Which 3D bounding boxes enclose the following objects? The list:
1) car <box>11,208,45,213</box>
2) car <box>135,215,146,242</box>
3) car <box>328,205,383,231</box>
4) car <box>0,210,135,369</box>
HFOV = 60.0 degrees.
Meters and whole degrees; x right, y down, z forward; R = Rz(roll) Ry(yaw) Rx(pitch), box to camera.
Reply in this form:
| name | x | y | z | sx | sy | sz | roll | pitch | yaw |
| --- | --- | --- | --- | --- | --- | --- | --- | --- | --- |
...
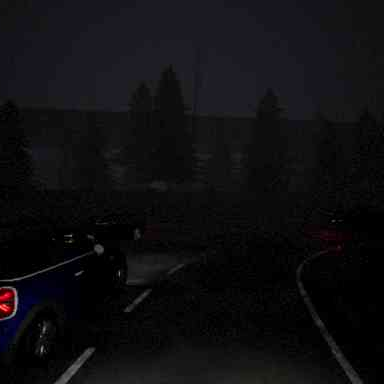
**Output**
| name | x | y | z | sx | sy | sz | roll | pitch | yaw |
| --- | --- | --- | --- | --- | --- | --- | --- | --- | --- |
| car | -7.712 | 1.551 | 15.537 | 1.882 | 1.535 | 5.008 | -1 | -1 | 27 |
| car | -4.049 | 1.576 | 14.726 | 1.837 | 1.490 | 4.892 | -1 | -1 | 30 |
| car | 11.135 | 1.602 | 21.251 | 4.902 | 1.511 | 2.128 | 0 | 0 | -14 |
| car | -2.757 | 1.381 | 6.031 | 2.097 | 1.767 | 4.553 | 0 | 0 | 6 |
